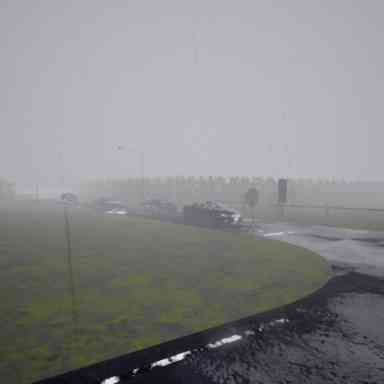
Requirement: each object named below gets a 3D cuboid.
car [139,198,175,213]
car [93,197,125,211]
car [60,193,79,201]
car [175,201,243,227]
[{"bbox_3d":[-3.497,1.307,33.851,2.033,1.411,5.357,0,1,-35],"label":"car"},{"bbox_3d":[-9.328,1.271,36.989,2.033,1.411,5.357,0,1,-35],"label":"car"},{"bbox_3d":[-18.542,0.795,50.205,1.882,1.535,5.008,0,1,-35],"label":"car"},{"bbox_3d":[1.251,1.358,22.001,2.128,1.511,4.902,0,1,-35],"label":"car"}]
